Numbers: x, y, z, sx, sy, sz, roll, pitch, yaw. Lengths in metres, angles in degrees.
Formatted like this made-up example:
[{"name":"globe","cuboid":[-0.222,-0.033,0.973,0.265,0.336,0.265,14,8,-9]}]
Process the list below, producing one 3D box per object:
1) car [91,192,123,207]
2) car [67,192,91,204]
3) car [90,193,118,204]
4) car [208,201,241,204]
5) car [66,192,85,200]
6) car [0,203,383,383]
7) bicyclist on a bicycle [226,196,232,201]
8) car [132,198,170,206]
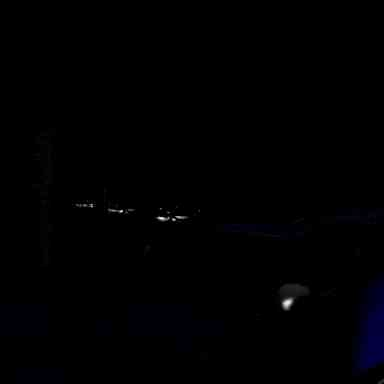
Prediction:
[{"name":"car","cuboid":[-9.138,0.830,36.869,2.097,1.767,4.553,1,0,-35]},{"name":"car","cuboid":[-15.070,0.814,45.426,1.837,1.490,4.892,1,0,-34]},{"name":"car","cuboid":[-12.438,0.902,46.746,2.033,1.411,5.357,1,0,-36]},{"name":"car","cuboid":[2.362,1.298,20.393,2.128,1.511,4.902,1,0,-35]},{"name":"car","cuboid":[-20.350,0.733,58.087,1.895,1.301,4.718,1,0,-35]},{"name":"car","cuboid":[0.755,1.232,3.762,5.566,2.045,2.150,0,0,-35]},{"name":"bicyclist on a bicycle","cuboid":[3.275,1.211,29.513,1.656,1.620,0.582,0,1,-35]},{"name":"car","cuboid":[-3.349,1.190,28.557,2.033,1.411,5.357,1,0,-35]}]
